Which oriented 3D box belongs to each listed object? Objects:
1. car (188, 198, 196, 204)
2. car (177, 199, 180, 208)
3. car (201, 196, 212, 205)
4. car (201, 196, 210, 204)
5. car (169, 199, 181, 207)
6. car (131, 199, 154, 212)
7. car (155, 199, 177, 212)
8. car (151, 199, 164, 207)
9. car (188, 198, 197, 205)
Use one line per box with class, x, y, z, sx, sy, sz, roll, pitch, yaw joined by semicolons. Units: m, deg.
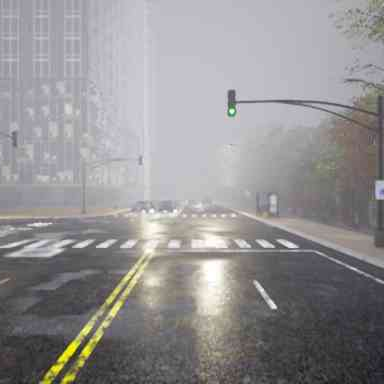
car;0.042;2.125;82.561;2.033;1.411;5.357;0;0;0
car;-3.282;1.988;52.862;1.895;1.301;4.718;0;0;1
car;3.287;1.883;72.500;2.097;1.767;4.553;0;0;0
car;3.292;1.941;82.531;2.097;1.767;4.553;0;0;0
car;-3.219;2.023;62.768;1.994;1.385;4.181;0;0;0
car;-6.566;1.842;43.227;1.812;1.442;4.674;0;0;1
car;-3.319;1.796;43.520;1.882;1.535;5.008;0;0;0
car;-6.468;2.058;62.565;1.895;1.301;4.718;0;0;0
car;0.037;2.081;72.530;1.994;1.385;4.181;0;0;0
